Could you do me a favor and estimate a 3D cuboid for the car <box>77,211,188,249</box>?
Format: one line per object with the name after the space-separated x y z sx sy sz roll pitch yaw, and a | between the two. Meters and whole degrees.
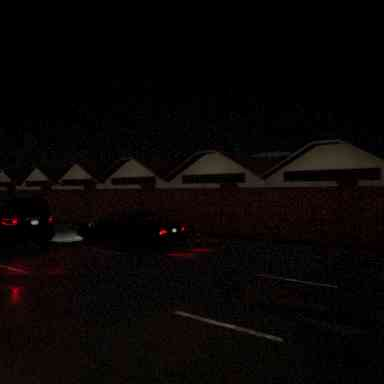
-2.732 1.560 14.522 5.357 1.411 2.033 0 0 36 | car

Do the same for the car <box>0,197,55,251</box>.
-8.088 1.239 14.055 5.566 2.045 2.150 0 0 36 | car
